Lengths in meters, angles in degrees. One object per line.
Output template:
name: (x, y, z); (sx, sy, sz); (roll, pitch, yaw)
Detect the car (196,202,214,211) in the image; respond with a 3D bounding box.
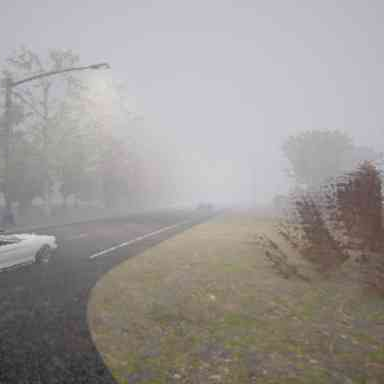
car: (1.994, 2.056, 48.474); (1.895, 1.301, 4.718); (0, 0, 13)

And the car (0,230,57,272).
car: (-5.986, 1.708, 9.560); (1.895, 1.301, 4.718); (0, 0, 10)
